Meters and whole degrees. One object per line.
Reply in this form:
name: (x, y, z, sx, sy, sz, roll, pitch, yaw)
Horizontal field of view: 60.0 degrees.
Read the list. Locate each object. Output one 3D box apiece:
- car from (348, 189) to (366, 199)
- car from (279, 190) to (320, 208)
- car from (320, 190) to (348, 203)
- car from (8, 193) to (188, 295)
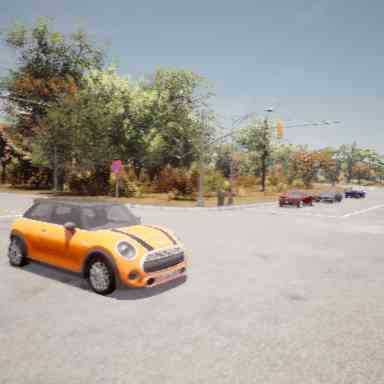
car: (23.585, 0.248, 48.083, 1.895, 1.301, 4.718, 3, 3, 39)
car: (9.578, 0.555, 30.173, 1.882, 1.535, 5.008, 3, 3, 38)
car: (15.882, 0.467, 38.273, 2.033, 1.411, 5.357, 3, 3, 38)
car: (-2.294, 0.975, 7.863, 4.553, 1.767, 2.097, 3, 3, 35)
